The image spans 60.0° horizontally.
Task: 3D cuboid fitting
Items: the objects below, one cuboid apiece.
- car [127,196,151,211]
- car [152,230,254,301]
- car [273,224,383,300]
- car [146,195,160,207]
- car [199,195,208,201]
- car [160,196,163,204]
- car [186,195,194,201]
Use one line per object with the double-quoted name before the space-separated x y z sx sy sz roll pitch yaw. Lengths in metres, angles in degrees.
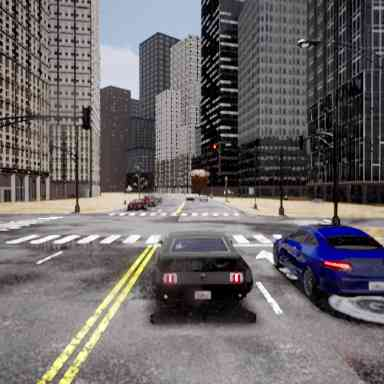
"car" -6.561 1.523 40.362 1.994 1.385 4.181 0 0 0
"car" 0.106 1.596 8.302 1.895 1.301 4.718 0 0 -3
"car" 3.349 1.521 8.272 1.812 1.442 4.674 0 0 1
"car" -6.551 1.290 50.610 2.097 1.767 4.553 0 0 0
"car" 2.771 1.382 80.574 1.812 1.442 4.674 0 0 -4
"car" -6.541 1.404 61.926 2.128 1.511 4.902 0 0 0
"car" -0.477 1.454 80.459 1.895 1.301 4.718 0 0 -4
